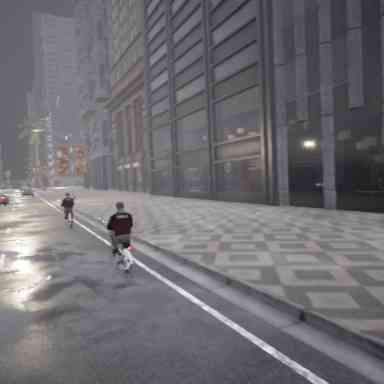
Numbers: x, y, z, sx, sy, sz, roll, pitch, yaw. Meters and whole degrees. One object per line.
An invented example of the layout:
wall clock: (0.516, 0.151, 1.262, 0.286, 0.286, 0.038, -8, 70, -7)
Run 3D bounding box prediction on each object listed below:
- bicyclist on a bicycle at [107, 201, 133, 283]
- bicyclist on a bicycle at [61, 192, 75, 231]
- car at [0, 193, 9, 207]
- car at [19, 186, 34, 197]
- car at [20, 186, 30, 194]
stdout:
bicyclist on a bicycle: (-1.694, 1.083, 7.708, 0.659, 1.776, 1.843, -3, 3, -27)
bicyclist on a bicycle: (-5.882, 0.894, 15.753, 0.659, 1.776, 1.843, -3, 3, -27)
car: (-20.560, 0.756, 35.225, 1.994, 1.385, 4.181, -3, 3, -27)
car: (-27.483, 0.041, 55.534, 2.033, 1.411, 5.357, -3, 3, -27)
car: (-37.145, -0.513, 73.876, 1.837, 1.490, 4.892, -3, 3, -27)
